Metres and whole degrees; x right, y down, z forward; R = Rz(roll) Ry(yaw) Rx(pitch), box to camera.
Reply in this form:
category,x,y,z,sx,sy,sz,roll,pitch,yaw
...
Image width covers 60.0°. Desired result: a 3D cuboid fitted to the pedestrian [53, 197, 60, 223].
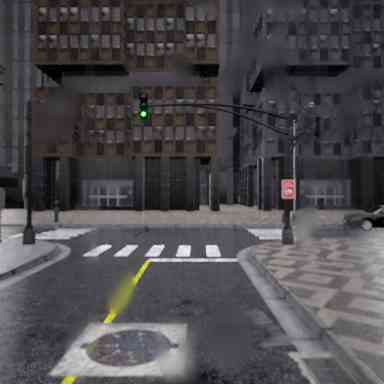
category,x,y,z,sx,sy,sz,roll,pitch,yaw
pedestrian,-9.808,1.286,24.037,0.375,1.860,0.375,0,0,1

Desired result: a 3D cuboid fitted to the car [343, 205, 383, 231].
category,x,y,z,sx,sy,sz,roll,pitch,yaw
car,12.061,1.575,20.728,5.008,1.535,1.882,0,0,1
